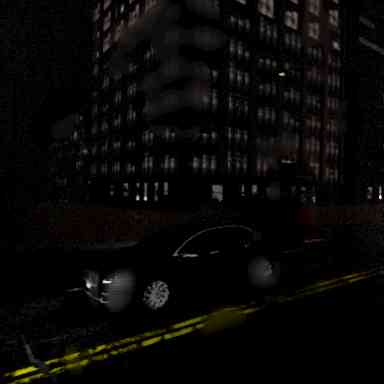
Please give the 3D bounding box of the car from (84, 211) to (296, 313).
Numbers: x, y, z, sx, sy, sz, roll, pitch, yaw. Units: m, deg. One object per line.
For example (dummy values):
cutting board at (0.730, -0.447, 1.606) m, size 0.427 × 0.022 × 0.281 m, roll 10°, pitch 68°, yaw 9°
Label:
car at (0.024, 1.456, 7.689) m, size 4.892 × 1.490 × 1.837 m, roll -2°, pitch 1°, yaw -36°

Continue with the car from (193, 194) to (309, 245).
car at (2.369, 1.123, 13.349) m, size 5.566 × 2.045 × 2.150 m, roll 0°, pitch 0°, yaw -36°
